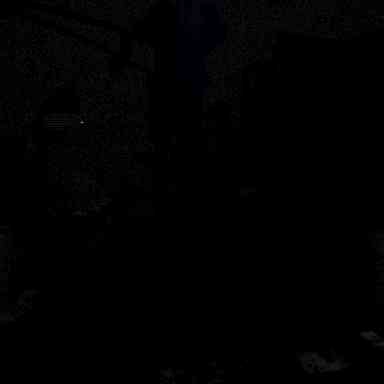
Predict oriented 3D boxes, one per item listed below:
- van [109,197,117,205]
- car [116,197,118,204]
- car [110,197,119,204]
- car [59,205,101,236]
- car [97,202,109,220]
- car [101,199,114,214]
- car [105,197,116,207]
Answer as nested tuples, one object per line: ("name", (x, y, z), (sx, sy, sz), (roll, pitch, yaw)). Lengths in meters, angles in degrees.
("van", (-18.771, 2.162, 79.555), (1.690, 1.788, 3.998), (-1, 0, -11))
("car", (-15.491, 2.203, 63.284), (2.008, 1.369, 4.403), (-1, 0, -11))
("car", (-20.956, 2.249, 90.402), (2.192, 1.841, 5.009), (-1, 0, -11))
("car", (-6.755, 1.747, 19.897), (1.887, 1.381, 4.507), (-1, 0, -11))
("car", (-8.938, 1.897, 30.744), (1.802, 1.307, 4.206), (-1, 0, -11))
("car", (-11.123, 1.972, 41.591), (1.887, 1.381, 4.507), (-1, 0, -11))
("car", (-12.217, 1.923, 47.015), (1.967, 1.590, 4.097), (-1, 0, -11))
